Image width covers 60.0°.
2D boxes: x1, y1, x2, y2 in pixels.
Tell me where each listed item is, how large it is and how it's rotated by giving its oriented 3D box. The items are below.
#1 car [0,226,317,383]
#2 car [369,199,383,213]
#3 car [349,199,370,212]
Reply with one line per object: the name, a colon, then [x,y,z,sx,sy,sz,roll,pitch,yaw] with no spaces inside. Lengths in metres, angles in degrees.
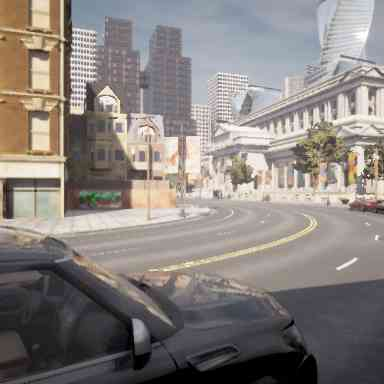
car: [-1.581,1.228,2.150,5.566,2.045,2.150,0,0,-35]
car: [19.580,1.567,32.800,1.895,1.301,4.718,0,0,11]
car: [19.943,1.487,38.519,2.002,1.452,4.674,0,0,1]
